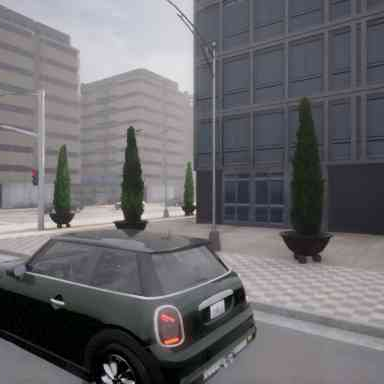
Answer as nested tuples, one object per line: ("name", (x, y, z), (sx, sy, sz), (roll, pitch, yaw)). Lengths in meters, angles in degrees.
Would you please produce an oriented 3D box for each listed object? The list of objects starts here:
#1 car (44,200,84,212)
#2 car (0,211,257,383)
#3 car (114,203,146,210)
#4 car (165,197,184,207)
("car", (-14.062, 1.559, 35.955), (1.837, 1.490, 4.892), (0, 0, 35))
("car", (-1.439, 1.352, 5.018), (4.553, 1.767, 2.097), (0, 0, 35))
("car", (-8.168, 1.580, 44.296), (1.812, 1.442, 4.674), (0, 0, 35))
("car", (-2.220, 1.559, 52.716), (1.837, 1.490, 4.892), (0, 0, 35))
